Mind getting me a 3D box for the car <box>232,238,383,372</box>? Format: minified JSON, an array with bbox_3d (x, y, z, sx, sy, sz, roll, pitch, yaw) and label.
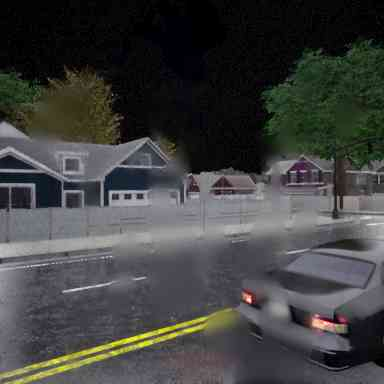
[{"bbox_3d":[3.143,1.539,5.709,5.357,1.411,2.033,0,0,-36],"label":"car"}]
